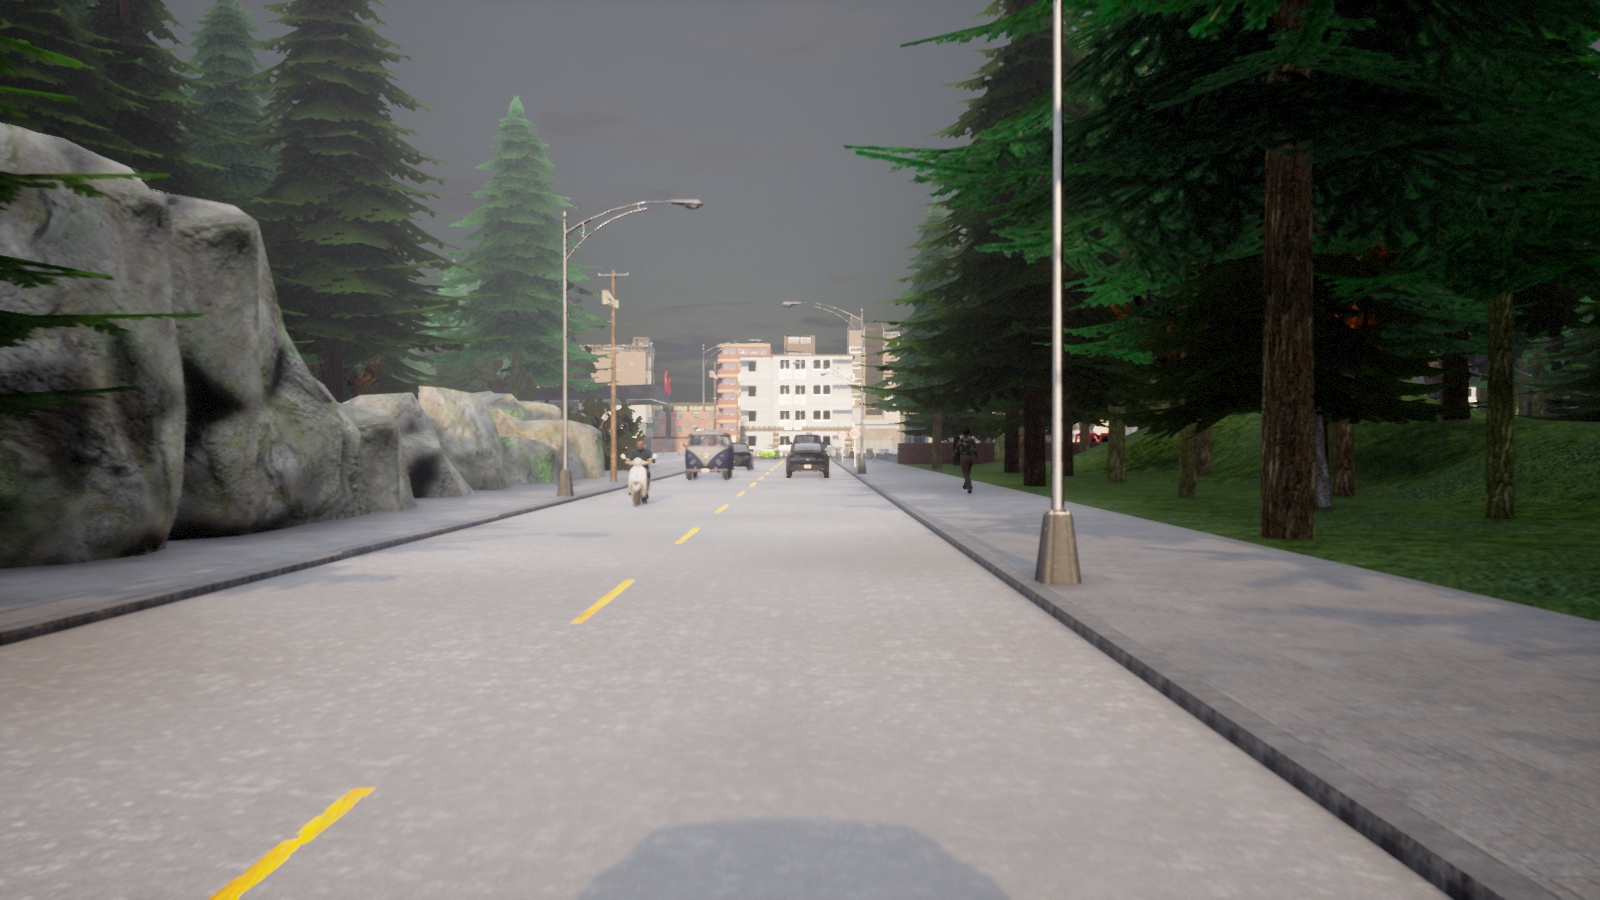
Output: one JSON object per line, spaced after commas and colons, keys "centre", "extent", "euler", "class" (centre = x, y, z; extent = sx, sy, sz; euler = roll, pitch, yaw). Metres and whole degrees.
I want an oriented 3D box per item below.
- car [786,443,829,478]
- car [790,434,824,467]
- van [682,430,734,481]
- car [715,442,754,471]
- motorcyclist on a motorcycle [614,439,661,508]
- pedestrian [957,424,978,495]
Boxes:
{"centre": [0.334, 0.438, 55.570], "extent": [1.837, 1.490, 4.892], "euler": [0, 0, 0], "class": "car"}
{"centre": [0.461, 0.005, 81.700], "extent": [2.150, 2.045, 5.566], "euler": [0, 0, 0], "class": "car"}
{"centre": [-3.691, 0.209, 51.124], "extent": [1.775, 1.987, 4.442], "euler": [0, 0, 0], "class": "van"}
{"centre": [-3.593, 0.330, 69.481], "extent": [1.882, 1.535, 5.008], "euler": [0, 0, 0], "class": "car"}
{"centre": [-3.814, 0.529, 29.685], "extent": [0.866, 1.590, 1.817], "euler": [0, 0, 0], "class": "motorcyclist on a motorcycle"}
{"centre": [4.591, 0.266, 34.414], "extent": [0.395, 1.930, 0.692], "euler": [0, 0, -6], "class": "pedestrian"}
